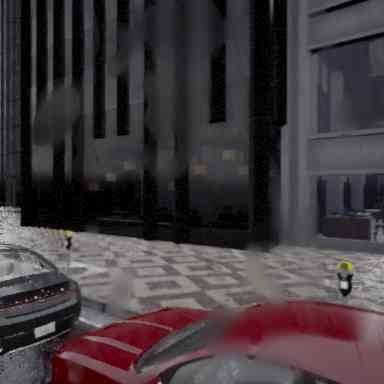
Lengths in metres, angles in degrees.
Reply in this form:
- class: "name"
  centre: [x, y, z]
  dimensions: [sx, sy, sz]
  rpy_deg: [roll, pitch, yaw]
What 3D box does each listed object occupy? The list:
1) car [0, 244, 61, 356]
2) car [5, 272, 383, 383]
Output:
- class: "car"
  centre: [-3.683, 1.554, 5.586]
  dimensions: [4.403, 1.369, 2.008]
  rpy_deg: [0, 0, 36]
- class: "car"
  centre: [0.733, 1.545, 2.435]
  dimensions: [4.507, 1.381, 1.887]
  rpy_deg: [0, 0, 36]
